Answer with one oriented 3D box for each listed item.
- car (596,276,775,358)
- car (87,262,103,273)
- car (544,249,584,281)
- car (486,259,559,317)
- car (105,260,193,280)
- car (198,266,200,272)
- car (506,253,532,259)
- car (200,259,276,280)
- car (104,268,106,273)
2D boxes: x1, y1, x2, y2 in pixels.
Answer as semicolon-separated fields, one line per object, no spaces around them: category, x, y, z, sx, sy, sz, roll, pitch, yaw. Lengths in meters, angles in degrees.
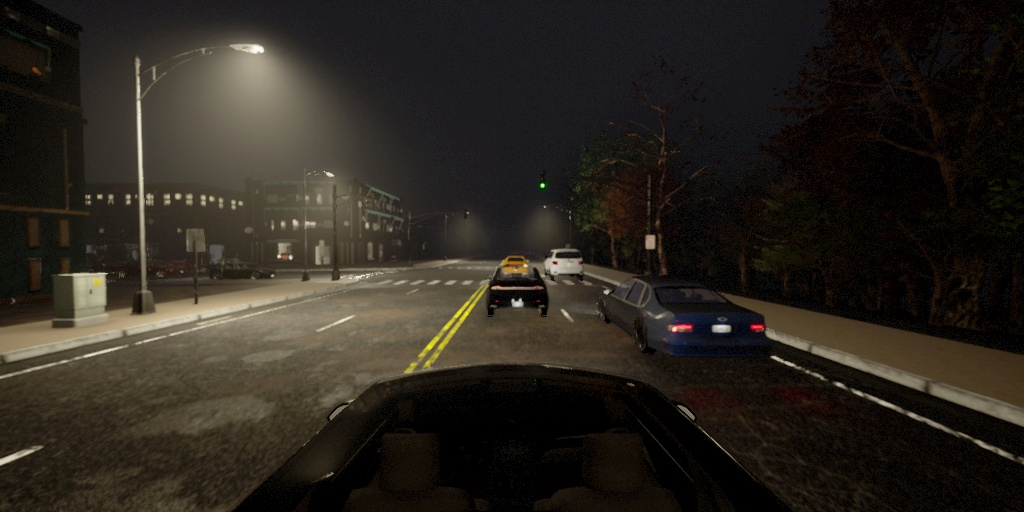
car;3.392;1.173;8.289;2.033;1.411;5.357;0;1;0
car;-33.659;1.139;26.652;4.097;1.591;1.967;0;0;0
car;3.502;0.543;24.677;2.150;2.045;5.566;0;1;0
car;0.168;1.046;12.182;2.128;1.511;4.902;0;1;0
car;-29.332;1.054;29.187;5.008;1.535;1.882;-1;2;0
car;-28.059;0.947;34.984;4.403;1.370;2.007;0;0;0
car;0.271;0.746;27.491;1.882;1.535;5.008;0;1;0
car;-19.784;1.109;26.417;4.313;1.339;1.948;0;0;0
car;-39.129;1.104;35.075;4.207;1.307;1.802;0;0;0
